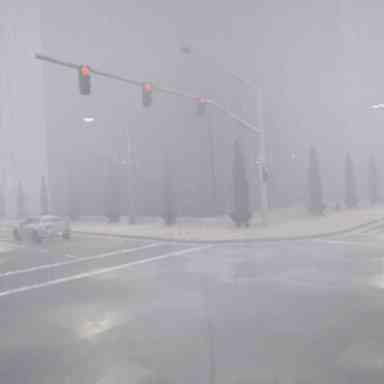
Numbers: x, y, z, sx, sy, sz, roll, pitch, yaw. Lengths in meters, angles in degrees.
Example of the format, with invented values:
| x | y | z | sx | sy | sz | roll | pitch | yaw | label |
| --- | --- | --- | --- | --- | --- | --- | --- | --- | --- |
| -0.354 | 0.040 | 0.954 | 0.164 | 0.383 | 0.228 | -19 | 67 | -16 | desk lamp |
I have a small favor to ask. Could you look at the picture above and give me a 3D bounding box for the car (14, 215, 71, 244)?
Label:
| x | y | z | sx | sy | sz | roll | pitch | yaw | label |
| --- | --- | --- | --- | --- | --- | --- | --- | --- | --- |
| -8.721 | 2.087 | 19.360 | 4.674 | 1.442 | 1.812 | -3 | 0 | 43 | car |
